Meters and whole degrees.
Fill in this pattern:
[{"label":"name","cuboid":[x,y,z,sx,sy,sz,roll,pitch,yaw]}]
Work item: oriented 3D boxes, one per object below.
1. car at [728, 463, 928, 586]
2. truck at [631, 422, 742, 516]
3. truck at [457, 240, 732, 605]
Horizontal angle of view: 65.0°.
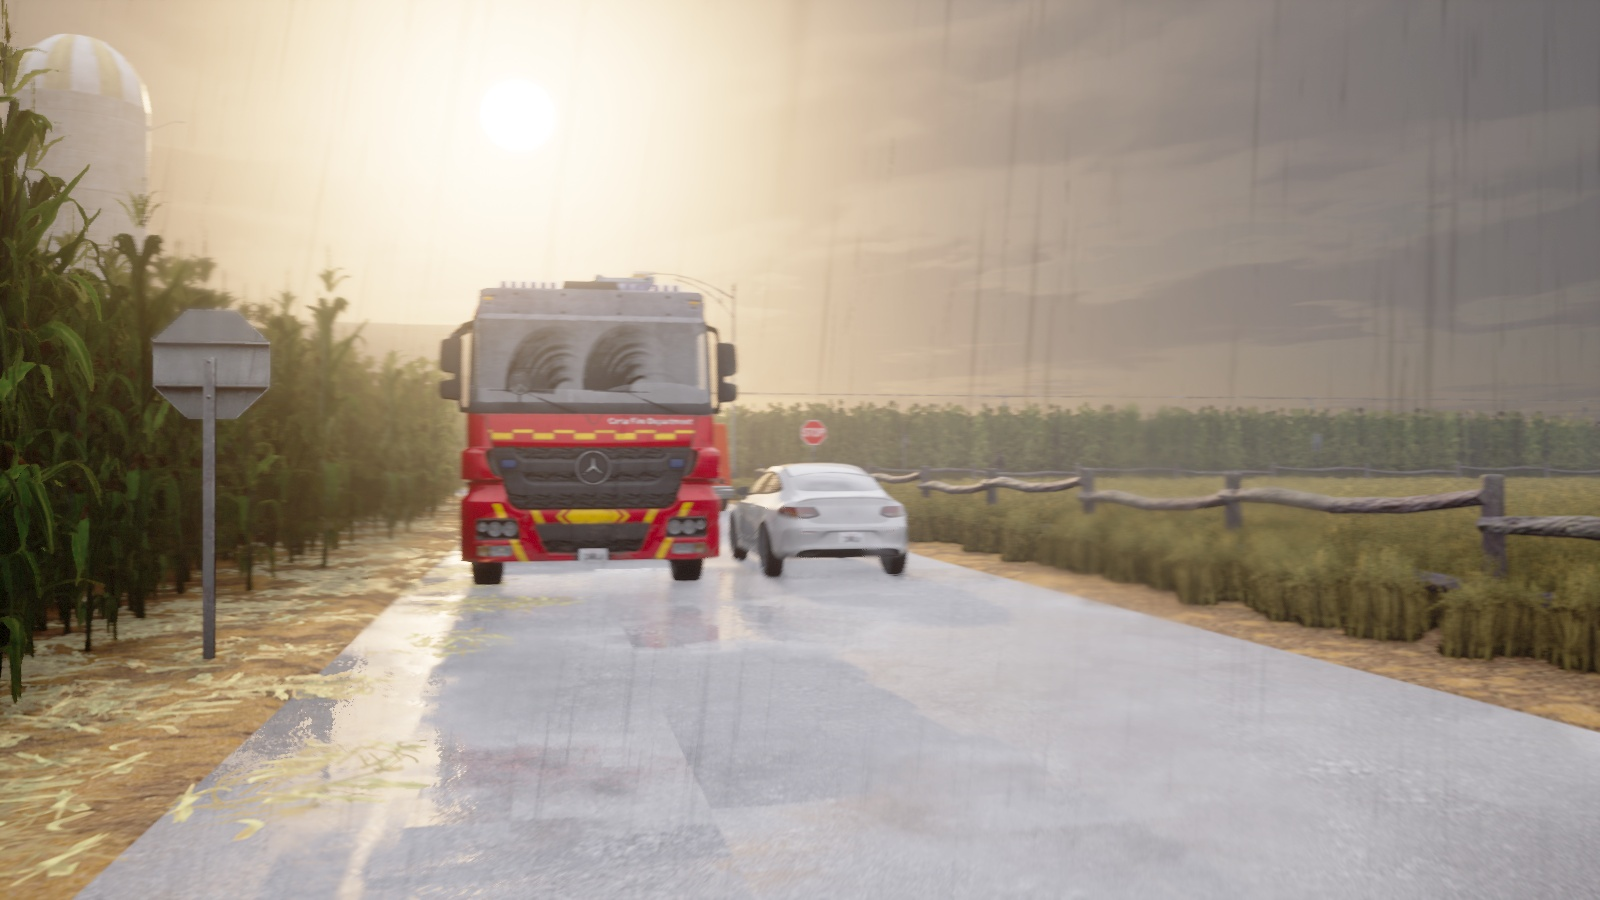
[{"label":"car","cuboid":[0.221,0.905,17.372,1.812,1.442,4.674,0,0,-11]},{"label":"truck","cuboid":[-3.333,0.484,35.829,2.627,2.467,5.204,0,0,-11]},{"label":"truck","cuboid":[-2.974,-0.267,17.593,2.891,3.827,8.468,0,0,-11]}]
